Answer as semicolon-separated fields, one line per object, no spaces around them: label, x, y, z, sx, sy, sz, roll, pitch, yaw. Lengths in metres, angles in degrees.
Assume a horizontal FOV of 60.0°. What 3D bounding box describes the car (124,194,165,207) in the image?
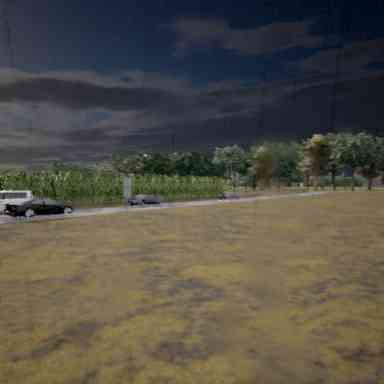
car;-5.473;0.942;38.962;2.033;1.411;5.357;0;1;35

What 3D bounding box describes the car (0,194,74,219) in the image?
car;-11.505;1.149;25.451;1.882;1.535;5.008;0;1;36

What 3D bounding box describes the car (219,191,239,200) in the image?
car;6.174;0.594;55.296;1.994;1.385;4.181;0;1;35

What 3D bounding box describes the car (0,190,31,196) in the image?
car;-14.949;0.923;25.533;2.150;2.045;5.566;0;1;35
